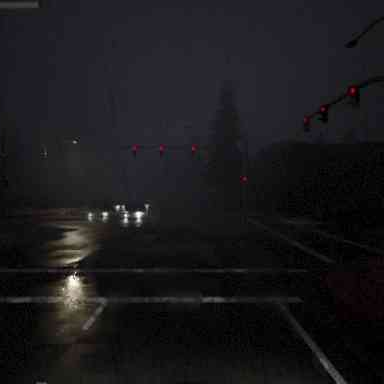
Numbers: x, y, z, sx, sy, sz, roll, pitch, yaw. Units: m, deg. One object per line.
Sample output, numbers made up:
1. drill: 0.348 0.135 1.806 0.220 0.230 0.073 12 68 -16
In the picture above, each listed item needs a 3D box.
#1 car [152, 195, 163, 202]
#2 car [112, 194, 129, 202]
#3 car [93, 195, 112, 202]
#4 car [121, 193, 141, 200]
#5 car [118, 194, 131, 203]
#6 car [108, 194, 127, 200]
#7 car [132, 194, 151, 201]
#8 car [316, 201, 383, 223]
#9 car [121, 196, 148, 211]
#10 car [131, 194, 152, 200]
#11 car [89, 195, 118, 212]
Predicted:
1. car: -8.242 1.308 72.801 2.128 1.511 4.902 0 0 -35
2. car: -15.204 1.261 70.553 1.882 1.535 5.008 0 0 -35
3. car: -18.689 1.313 69.374 2.128 1.511 4.902 0 0 -38
4. car: -14.816 1.136 80.773 4.902 1.511 2.128 0 0 43
5. car: -11.965 1.327 55.712 2.128 1.511 4.902 0 0 -16
6. car: -17.635 1.255 78.627 4.718 1.301 1.895 0 0 43
7. car: -8.637 1.337 56.680 1.837 1.490 4.892 0 0 -16
8. car: 11.610 1.429 24.271 4.892 1.490 1.837 0 0 0
9. car: -6.759 1.483 39.527 1.895 1.301 4.718 0 0 -1
10. car: -11.084 1.289 70.763 1.837 1.490 4.892 0 0 -35
11. car: -10.252 1.364 38.062 1.882 1.535 5.008 0 0 -1
